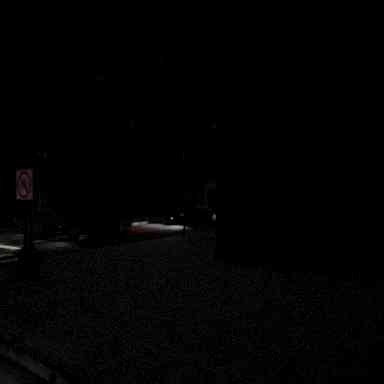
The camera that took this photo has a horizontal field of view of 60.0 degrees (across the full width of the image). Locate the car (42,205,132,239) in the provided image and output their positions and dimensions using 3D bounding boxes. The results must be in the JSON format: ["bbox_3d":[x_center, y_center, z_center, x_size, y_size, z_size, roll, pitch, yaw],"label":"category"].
[{"bbox_3d":[-5.459,1.516,17.892,1.882,1.535,5.008,0,0,35],"label":"car"}]

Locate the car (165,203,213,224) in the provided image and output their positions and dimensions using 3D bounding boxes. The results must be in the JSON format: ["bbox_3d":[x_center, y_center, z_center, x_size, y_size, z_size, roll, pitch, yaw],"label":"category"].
[{"bbox_3d":[-0.080,1.582,25.443,1.812,1.442,4.674,0,0,35],"label":"car"}]
